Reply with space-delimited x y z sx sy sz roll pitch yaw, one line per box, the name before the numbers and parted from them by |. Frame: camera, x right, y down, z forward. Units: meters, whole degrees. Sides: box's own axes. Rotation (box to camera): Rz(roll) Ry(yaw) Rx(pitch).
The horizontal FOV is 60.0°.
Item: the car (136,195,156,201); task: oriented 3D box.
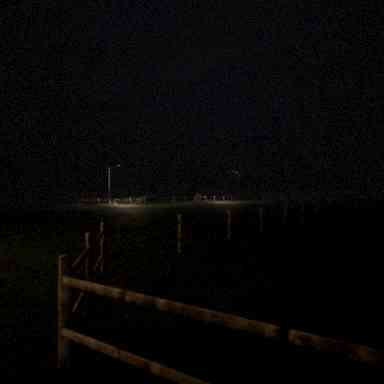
car | -9.236 1.225 67.763 2.097 1.767 4.553 0 1 44
